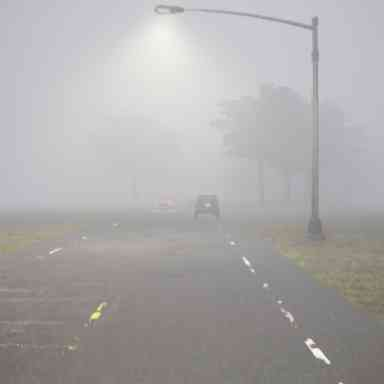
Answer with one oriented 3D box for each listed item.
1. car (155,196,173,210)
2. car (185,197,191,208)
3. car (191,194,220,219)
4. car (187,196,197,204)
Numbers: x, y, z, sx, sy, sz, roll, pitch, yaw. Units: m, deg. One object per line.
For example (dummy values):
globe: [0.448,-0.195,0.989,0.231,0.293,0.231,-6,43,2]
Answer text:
car: [-3.558,1.323,43.253,2.097,1.767,4.553,0,0,0]
car: [0.030,1.514,48.494,2.033,1.411,5.357,0,0,0]
car: [1.240,1.210,29.306,2.150,2.045,5.566,0,0,0]
car: [0.032,1.548,65.511,1.895,1.301,4.718,0,0,0]
